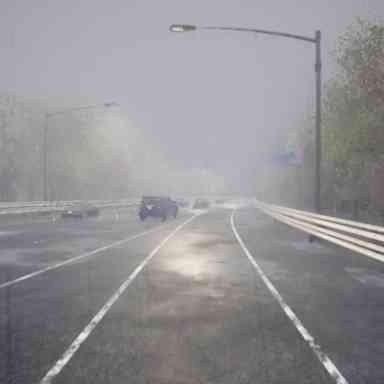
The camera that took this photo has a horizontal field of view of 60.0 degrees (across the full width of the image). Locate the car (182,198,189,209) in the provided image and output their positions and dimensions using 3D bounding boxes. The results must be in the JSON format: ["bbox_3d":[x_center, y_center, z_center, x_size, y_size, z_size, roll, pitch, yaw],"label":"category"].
[{"bbox_3d":[-1.822,1.632,52.241,2.097,1.767,4.553,0,0,10],"label":"car"}]

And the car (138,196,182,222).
[{"bbox_3d":[-2.712,1.314,27.758,2.150,2.045,5.566,0,0,10],"label":"car"}]

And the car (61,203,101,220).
[{"bbox_3d":[-9.584,1.629,29.076,1.994,1.385,4.181,0,0,10],"label":"car"}]

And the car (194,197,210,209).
[{"bbox_3d":[1.604,1.644,51.555,2.097,1.767,4.553,0,0,10],"label":"car"}]

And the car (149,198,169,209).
[{"bbox_3d":[-5.246,1.775,52.984,1.837,1.490,4.892,0,0,10],"label":"car"}]

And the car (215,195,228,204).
[{"bbox_3d":[6.929,2.067,80.863,1.812,1.442,4.674,0,0,10],"label":"car"}]
